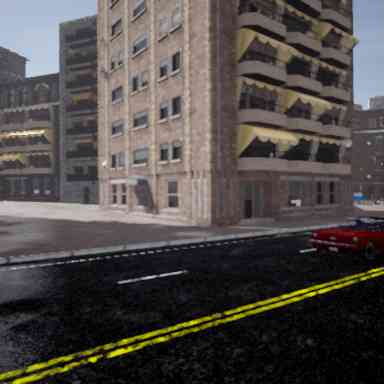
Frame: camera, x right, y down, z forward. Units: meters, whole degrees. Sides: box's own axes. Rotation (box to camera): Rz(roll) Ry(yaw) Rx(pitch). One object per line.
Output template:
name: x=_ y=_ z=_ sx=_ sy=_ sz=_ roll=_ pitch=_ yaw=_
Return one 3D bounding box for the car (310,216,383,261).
car: x=6.525 y=1.618 z=12.506 sx=4.718 sy=1.301 sz=1.895 roll=0 pitch=0 yaw=-37

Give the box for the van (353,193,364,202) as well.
van: x=30.095 y=0.979 z=62.540 sx=3.998 sy=1.788 sz=1.690 roll=1 pitch=0 yaw=21
